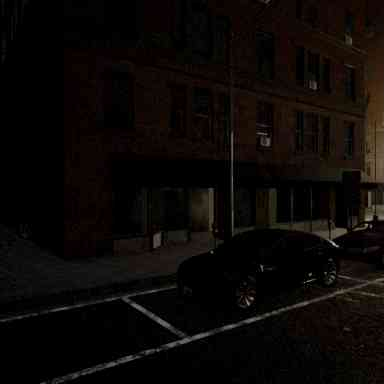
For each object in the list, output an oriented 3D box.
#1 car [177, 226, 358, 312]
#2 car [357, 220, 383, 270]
[{"bbox_3d":[1.701,1.566,7.730,4.313,1.339,1.947,0,0,-35],"label":"car"},{"bbox_3d":[6.189,1.582,10.912,4.206,1.307,1.802,0,0,-35],"label":"car"}]
